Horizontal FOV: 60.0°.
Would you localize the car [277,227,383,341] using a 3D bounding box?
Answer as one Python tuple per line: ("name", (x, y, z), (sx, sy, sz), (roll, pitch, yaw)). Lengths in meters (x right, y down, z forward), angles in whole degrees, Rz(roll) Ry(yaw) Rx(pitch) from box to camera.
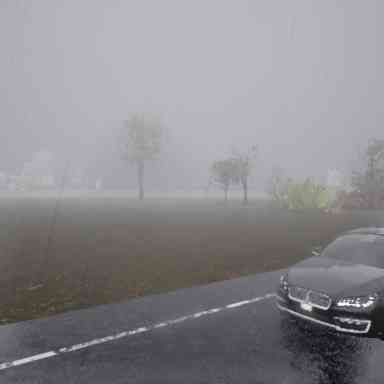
("car", (3.735, 1.507, 6.499), (4.892, 1.490, 1.837), (0, 0, -35))
